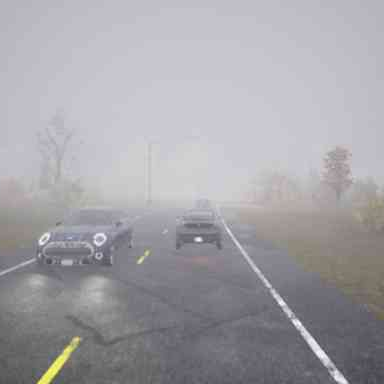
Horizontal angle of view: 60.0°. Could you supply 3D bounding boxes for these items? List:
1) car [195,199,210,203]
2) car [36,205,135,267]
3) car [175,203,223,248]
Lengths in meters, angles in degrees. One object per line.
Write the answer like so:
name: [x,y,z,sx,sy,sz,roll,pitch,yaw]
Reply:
car: [1.140,1.428,35.180,2.033,1.411,5.357,0,0,3]
car: [-3.342,1.310,11.260,2.097,1.767,4.553,0,0,1]
car: [0.303,1.454,14.519,1.837,1.490,4.892,0,1,2]
